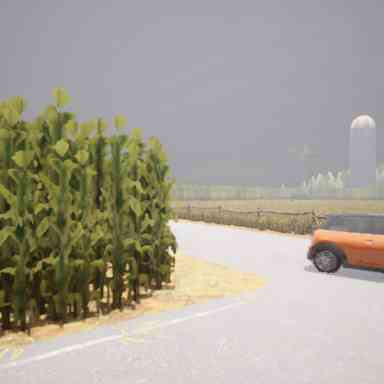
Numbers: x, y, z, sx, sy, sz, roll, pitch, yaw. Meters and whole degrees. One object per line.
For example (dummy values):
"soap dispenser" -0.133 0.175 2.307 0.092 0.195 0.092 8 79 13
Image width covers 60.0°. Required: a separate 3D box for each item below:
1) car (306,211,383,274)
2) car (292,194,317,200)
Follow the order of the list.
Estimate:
"car" 5.616 1.386 9.075 4.553 1.767 2.097 0 -1 37
"car" 25.099 1.447 74.681 5.566 2.045 2.150 0 0 13
